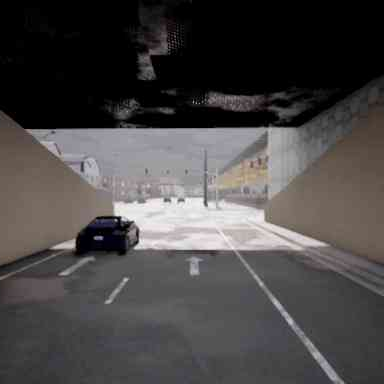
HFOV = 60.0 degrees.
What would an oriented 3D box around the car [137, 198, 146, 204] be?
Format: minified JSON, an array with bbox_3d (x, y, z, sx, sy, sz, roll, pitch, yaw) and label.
[{"bbox_3d":[-13.131,2.317,86.511,1.837,1.490,4.892,0,-1,1],"label":"car"}]

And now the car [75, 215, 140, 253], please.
[{"bbox_3d":[-3.498,1.702,14.430,1.994,1.385,4.181,0,0,0],"label":"car"}]

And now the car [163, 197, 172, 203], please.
[{"bbox_3d":[-6.183,2.089,84.353,1.882,1.535,5.008,0,-1,1],"label":"car"}]

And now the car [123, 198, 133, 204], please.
[{"bbox_3d":[-16.630,2.342,86.598,1.812,1.442,4.674,0,-1,1],"label":"car"}]

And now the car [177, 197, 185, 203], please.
[{"bbox_3d":[-2.684,2.110,84.267,1.837,1.490,4.892,0,-1,1],"label":"car"}]
